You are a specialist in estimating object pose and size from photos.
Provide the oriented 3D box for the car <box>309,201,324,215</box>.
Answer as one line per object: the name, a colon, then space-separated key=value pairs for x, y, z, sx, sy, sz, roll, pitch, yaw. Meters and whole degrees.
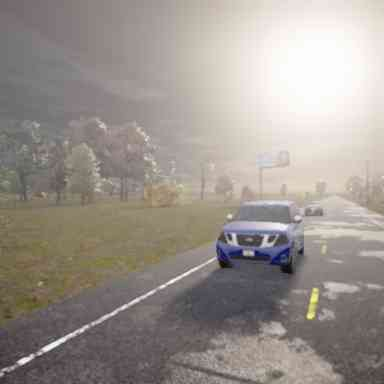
car: x=14.077 y=1.805 z=38.175 sx=2.128 sy=1.511 sz=4.902 roll=-1 pitch=-1 yaw=23

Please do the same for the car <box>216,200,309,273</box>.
car: x=2.624 y=1.328 z=11.577 sx=2.150 sy=2.045 sz=5.566 roll=-1 pitch=-1 yaw=23
